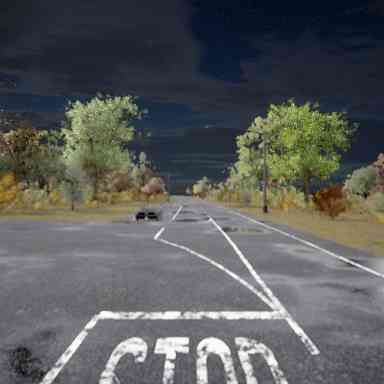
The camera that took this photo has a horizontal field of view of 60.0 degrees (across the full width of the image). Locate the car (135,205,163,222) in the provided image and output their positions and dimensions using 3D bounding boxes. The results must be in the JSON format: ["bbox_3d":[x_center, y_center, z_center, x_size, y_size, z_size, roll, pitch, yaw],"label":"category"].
[{"bbox_3d":[-3.496,1.769,27.694,1.895,1.301,4.718,1,-2,0],"label":"car"}]
